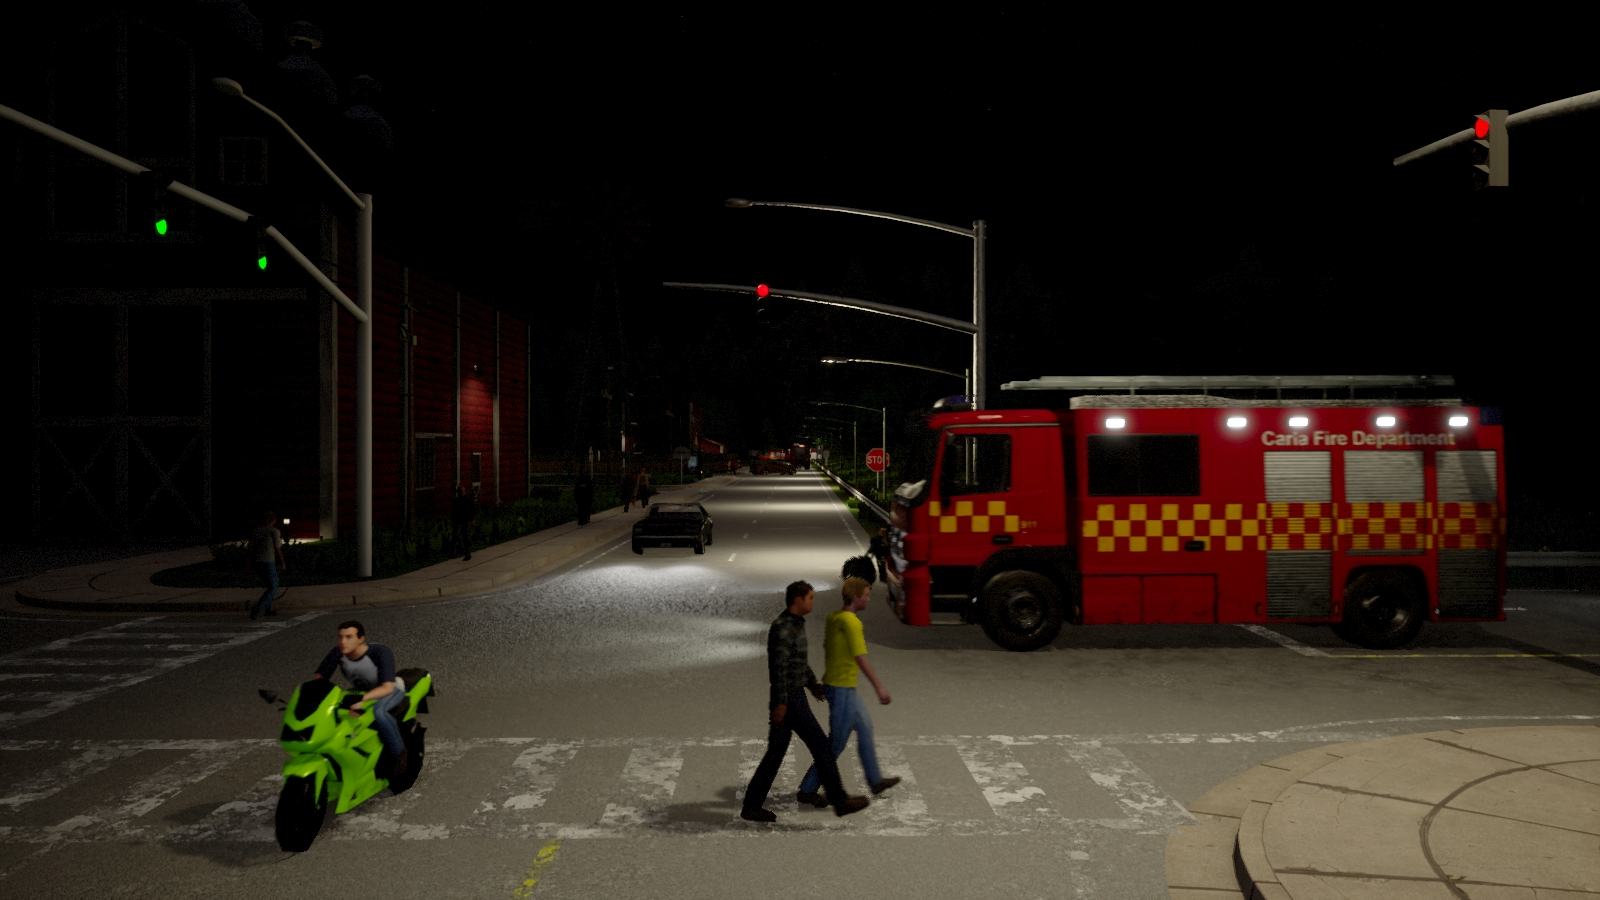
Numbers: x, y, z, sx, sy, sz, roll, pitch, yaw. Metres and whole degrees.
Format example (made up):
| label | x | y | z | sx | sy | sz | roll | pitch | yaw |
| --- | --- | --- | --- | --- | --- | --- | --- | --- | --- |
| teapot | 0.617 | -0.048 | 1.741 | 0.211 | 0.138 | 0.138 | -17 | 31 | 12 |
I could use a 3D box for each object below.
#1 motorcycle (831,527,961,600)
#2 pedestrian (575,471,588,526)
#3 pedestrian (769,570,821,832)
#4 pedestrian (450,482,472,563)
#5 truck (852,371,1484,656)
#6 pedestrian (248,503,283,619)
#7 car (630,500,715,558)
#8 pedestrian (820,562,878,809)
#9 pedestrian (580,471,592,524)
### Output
| label | x | y | z | sx | sy | sz | roll | pitch | yaw |
| --- | --- | --- | --- | --- | --- | --- | --- | --- | --- |
| motorcycle | 1.824 | 2.143 | 21.854 | 2.356 | 1.277 | 0.764 | 0 | -3 | 28 |
| pedestrian | -7.521 | 1.672 | 39.360 | 0.375 | 1.860 | 0.375 | 0 | 0 | -1 |
| pedestrian | -0.038 | 1.839 | 8.480 | 0.375 | 1.860 | 0.375 | 0 | 0 | 0 |
| pedestrian | -7.893 | 1.680 | 26.636 | 0.375 | 1.860 | 0.375 | 0 | 0 | 8 |
| truck | 5.106 | 0.859 | 17.029 | 8.468 | 3.827 | 2.891 | 0 | 0 | -1 |
| pedestrian | -8.780 | 1.810 | 18.769 | 0.375 | 1.860 | 0.375 | 0 | 0 | 19 |
| car | -3.455 | 2.136 | 31.771 | 1.895 | 1.301 | 4.718 | 0 | 0 | 0 |
| pedestrian | 0.382 | 1.838 | 9.024 | 0.375 | 1.860 | 0.375 | 0 | 0 | -12 |
| pedestrian | -7.517 | 1.672 | 40.111 | 0.375 | 1.860 | 0.375 | 0 | 0 | -1 |
